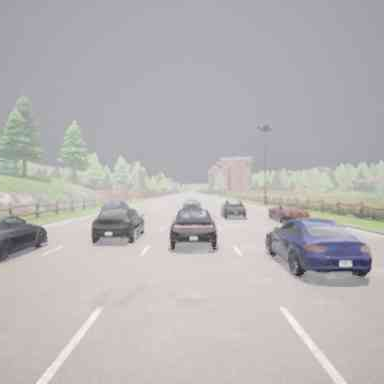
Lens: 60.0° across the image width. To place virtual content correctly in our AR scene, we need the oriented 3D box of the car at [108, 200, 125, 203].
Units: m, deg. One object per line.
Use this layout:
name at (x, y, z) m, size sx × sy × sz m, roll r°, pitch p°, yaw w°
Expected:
car at (-6.984, 1.481, 30.977) m, size 2.033 × 1.411 × 5.357 m, roll 0°, pitch 0°, yaw 0°

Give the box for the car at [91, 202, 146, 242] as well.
car at (-3.444, 1.470, 16.137) m, size 1.837 × 1.490 × 4.892 m, roll 0°, pitch 0°, yaw 0°

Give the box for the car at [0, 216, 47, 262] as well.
car at (-6.936, 1.543, 12.001) m, size 1.994 × 1.385 × 4.181 m, roll 0°, pitch 0°, yaw 0°

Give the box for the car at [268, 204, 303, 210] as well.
car at (7.033, 1.531, 24.856) m, size 1.895 × 1.301 × 4.718 m, roll 0°, pitch 0°, yaw 0°

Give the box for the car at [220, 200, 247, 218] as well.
car at (3.522, 1.417, 28.809) m, size 2.128 × 1.511 × 4.902 m, roll 0°, pitch 0°, yaw 0°

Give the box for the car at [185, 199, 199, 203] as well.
car at (0.012, 1.446, 32.609) m, size 1.812 × 1.442 × 4.674 m, roll 0°, pitch 0°, yaw 0°

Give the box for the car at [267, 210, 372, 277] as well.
car at (3.573, 1.496, 10.046) m, size 1.812 × 1.442 × 4.674 m, roll 0°, pitch 0°, yaw 0°

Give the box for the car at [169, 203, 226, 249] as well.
car at (0.059, 1.456, 14.387) m, size 2.128 × 1.511 × 4.902 m, roll 0°, pitch 0°, yaw 0°
